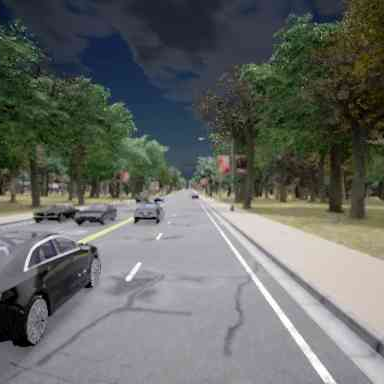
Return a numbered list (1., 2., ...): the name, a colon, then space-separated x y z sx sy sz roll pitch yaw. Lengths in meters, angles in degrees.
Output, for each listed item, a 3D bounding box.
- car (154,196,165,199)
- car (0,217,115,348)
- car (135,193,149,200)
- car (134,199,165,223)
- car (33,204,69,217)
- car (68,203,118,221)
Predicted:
1. car: -6.517 1.512 66.025 1.895 1.301 4.718 0 0 0
2. car: -3.150 1.477 6.247 2.128 1.511 4.902 0 0 0
3. car: -9.765 1.134 65.938 2.150 2.045 5.566 0 0 0
4. car: -3.154 1.498 25.034 2.033 1.411 5.357 0 0 0
5. car: -9.854 1.553 24.569 1.895 1.301 4.718 0 0 0
6. car: -6.605 1.501 23.583 2.033 1.411 5.357 0 0 0
